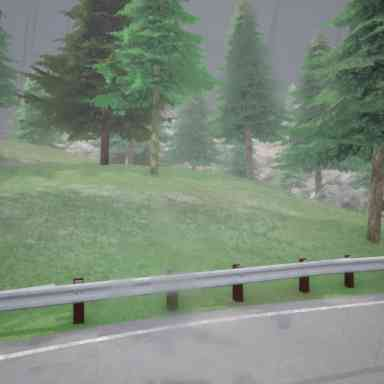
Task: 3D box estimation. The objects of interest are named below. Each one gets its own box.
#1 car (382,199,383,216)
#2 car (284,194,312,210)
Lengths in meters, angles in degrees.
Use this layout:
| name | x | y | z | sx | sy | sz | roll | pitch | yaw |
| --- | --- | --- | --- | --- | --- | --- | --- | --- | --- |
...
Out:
| name | x | y | z | sx | sy | sz | roll | pitch | yaw |
| --- | --- | --- | --- | --- | --- | --- | --- | --- | --- |
| car | 17.423 | 1.371 | 27.879 | 2.097 | 1.767 | 4.553 | 0 | 0 | -15 |
| car | 13.594 | 1.240 | 41.718 | 2.150 | 2.045 | 5.566 | 0 | 0 | -19 |
